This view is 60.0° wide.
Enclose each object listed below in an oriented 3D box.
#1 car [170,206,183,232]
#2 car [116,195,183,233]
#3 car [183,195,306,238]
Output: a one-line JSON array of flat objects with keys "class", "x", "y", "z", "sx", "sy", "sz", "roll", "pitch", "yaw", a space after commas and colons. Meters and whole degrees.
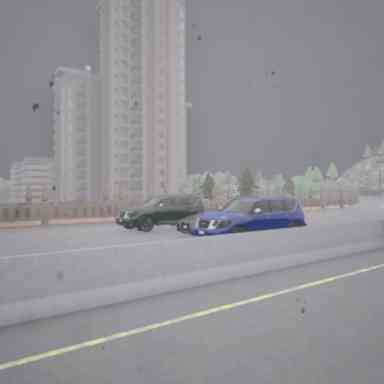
[{"class": "car", "x": 1.284, "y": 1.564, "z": 17.817, "sx": 4.181, "sy": 1.385, "sz": 1.994, "roll": 0, "pitch": 0, "yaw": -36}, {"class": "car", "x": -1.685, "y": 1.222, "z": 19.985, "sx": 5.566, "sy": 2.045, "sz": 2.150, "roll": 0, "pitch": 0, "yaw": -36}, {"class": "car", "x": 2.619, "y": 1.221, "z": 14.458, "sx": 5.566, "sy": 2.045, "sz": 2.150, "roll": 0, "pitch": 0, "yaw": -36}]
